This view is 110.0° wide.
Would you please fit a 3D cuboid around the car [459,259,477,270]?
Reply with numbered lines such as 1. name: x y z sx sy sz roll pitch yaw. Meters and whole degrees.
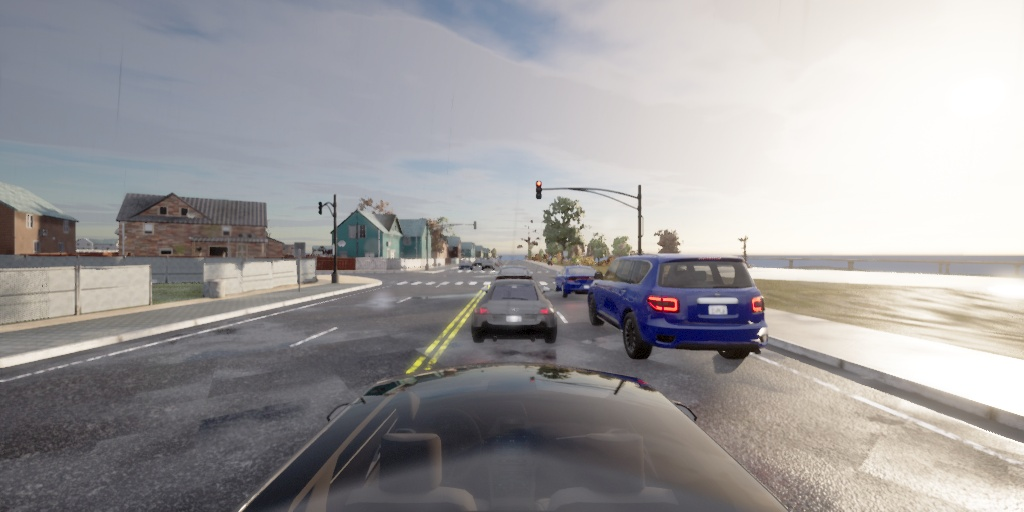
1. car: -6.600 1.311 52.232 2.033 1.411 5.357 0 0 -2

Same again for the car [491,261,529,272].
1. car: 0.107 1.224 18.599 1.882 1.535 5.008 0 0 0

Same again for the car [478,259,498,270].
1. car: -3.322 1.266 51.145 1.837 1.490 4.892 0 0 0

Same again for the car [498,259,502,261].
1. car: -3.284 1.302 64.199 1.812 1.442 4.674 0 0 0

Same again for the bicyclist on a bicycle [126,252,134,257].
1. bicyclist on a bicycle: -29.604 0.536 27.779 0.582 1.620 1.656 1 0 -35

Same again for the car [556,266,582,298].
1. car: 3.356 1.224 18.441 1.882 1.535 5.008 0 0 1

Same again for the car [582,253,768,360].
1. car: 3.348 0.969 8.503 2.150 2.045 5.566 0 0 0

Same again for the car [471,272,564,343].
1. car: 0.088 1.311 9.659 1.994 1.385 4.181 0 0 1
